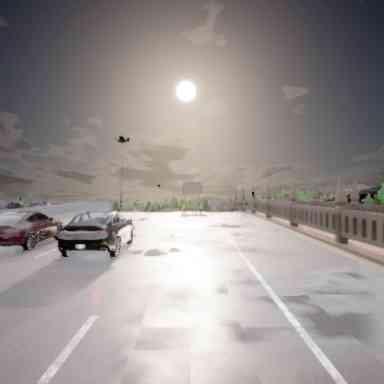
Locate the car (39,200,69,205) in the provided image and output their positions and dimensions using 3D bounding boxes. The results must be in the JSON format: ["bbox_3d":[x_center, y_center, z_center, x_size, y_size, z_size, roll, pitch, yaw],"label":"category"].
[{"bbox_3d":[-14.087,1.546,35.428,1.994,1.385,4.181,0,-2,0],"label":"car"}]

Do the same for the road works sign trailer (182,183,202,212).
[{"bbox_3d":[0.014,0.608,39.883,2.380,3.560,2.880,0,-3,2],"label":"road works sign trailer"}]

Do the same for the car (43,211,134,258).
[{"bbox_3d":[-3.398,1.445,12.552,2.128,1.511,4.902,0,0,0],"label":"car"}]

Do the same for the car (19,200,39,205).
[{"bbox_3d":[-17.584,1.641,38.300,1.994,1.385,4.181,0,-2,0],"label":"car"}]

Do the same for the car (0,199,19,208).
[{"bbox_3d":[-21.084,1.553,37.900,2.128,1.511,4.902,0,-2,0],"label":"car"}]

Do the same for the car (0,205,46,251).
[{"bbox_3d":[-6.898,1.474,13.715,1.812,1.442,4.674,0,0,0],"label":"car"}]
